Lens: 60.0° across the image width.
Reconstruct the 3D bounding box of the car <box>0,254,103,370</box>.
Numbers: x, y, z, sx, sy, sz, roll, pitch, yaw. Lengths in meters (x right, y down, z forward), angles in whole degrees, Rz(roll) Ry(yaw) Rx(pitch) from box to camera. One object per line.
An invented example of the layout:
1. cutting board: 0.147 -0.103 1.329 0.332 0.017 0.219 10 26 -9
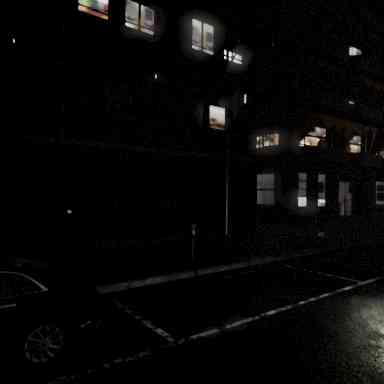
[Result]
1. car: -3.354 1.551 4.118 4.403 1.369 2.008 0 1 -36
